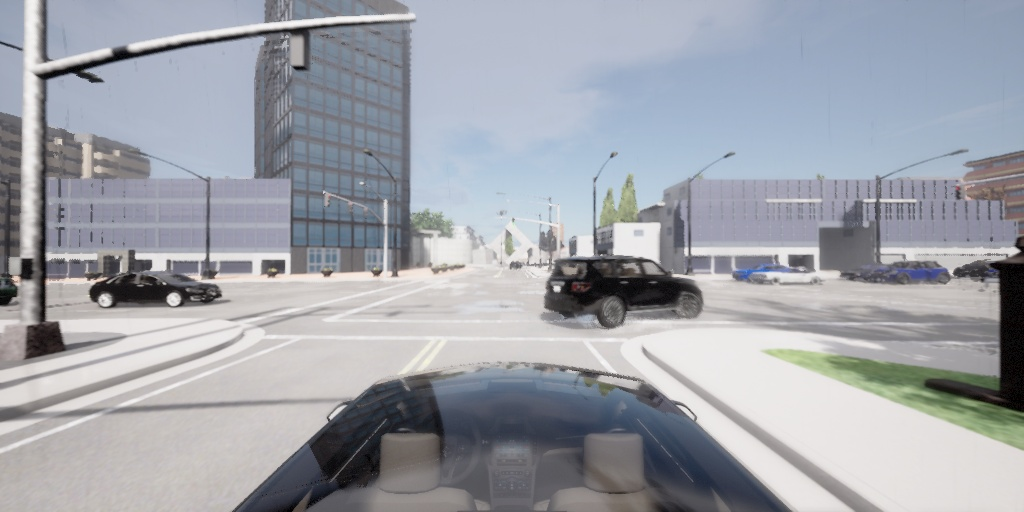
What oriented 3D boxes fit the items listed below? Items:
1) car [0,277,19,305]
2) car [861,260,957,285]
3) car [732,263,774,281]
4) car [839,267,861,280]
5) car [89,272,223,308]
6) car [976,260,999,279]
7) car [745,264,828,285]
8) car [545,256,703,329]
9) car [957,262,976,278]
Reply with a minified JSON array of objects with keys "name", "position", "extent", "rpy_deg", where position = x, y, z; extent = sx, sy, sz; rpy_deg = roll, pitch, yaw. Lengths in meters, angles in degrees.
[{"name":"car","position":[-25.807,1.301,15.930],"extent":[5.566,2.045,2.150],"rpy_deg":[-1,0,0]},{"name":"car","position":[29.834,1.181,27.066],"extent":[4.553,1.767,2.097],"rpy_deg":[-1,0,0]},{"name":"car","position":[21.422,1.402,30.503],"extent":[5.008,1.535,1.882],"rpy_deg":[0,-1,-1]},{"name":"car","position":[31.239,1.380,30.578],"extent":[5.357,1.411,2.033],"rpy_deg":[-1,-1,0]},{"name":"car","position":[-15.739,1.466,16.008],"extent":[4.892,1.490,1.837],"rpy_deg":[-1,0,0]},{"name":"car","position":[38.800,1.186,27.136],"extent":[4.674,1.442,1.812],"rpy_deg":[-1,0,-1]},{"name":"car","position":[20.740,1.498,26.994],"extent":[4.718,1.301,1.895],"rpy_deg":[0,0,0]},{"name":"car","position":[3.713,1.053,11.735],"extent":[5.566,2.045,2.150],"rpy_deg":[0,-3,-28]},{"name":"car","position":[40.865,1.140,30.648],"extent":[4.892,1.490,1.837],"rpy_deg":[-2,0,-1]}]
